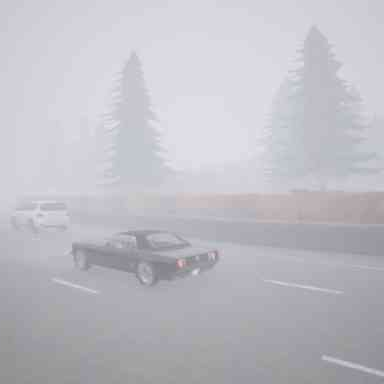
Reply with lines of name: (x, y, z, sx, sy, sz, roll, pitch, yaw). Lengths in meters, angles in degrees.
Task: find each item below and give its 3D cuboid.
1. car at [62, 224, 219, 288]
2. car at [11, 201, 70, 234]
car: (-1.626, 1.762, 9.833, 4.718, 1.301, 1.895, -1, -1, 40)
car: (-10.234, 1.600, 22.305, 2.150, 2.045, 5.566, 0, -1, -45)
